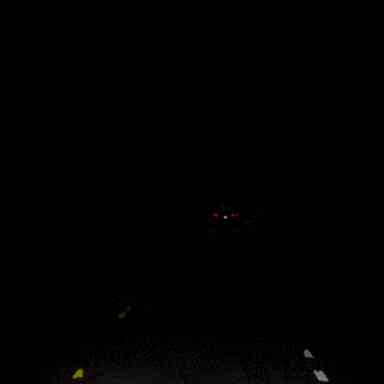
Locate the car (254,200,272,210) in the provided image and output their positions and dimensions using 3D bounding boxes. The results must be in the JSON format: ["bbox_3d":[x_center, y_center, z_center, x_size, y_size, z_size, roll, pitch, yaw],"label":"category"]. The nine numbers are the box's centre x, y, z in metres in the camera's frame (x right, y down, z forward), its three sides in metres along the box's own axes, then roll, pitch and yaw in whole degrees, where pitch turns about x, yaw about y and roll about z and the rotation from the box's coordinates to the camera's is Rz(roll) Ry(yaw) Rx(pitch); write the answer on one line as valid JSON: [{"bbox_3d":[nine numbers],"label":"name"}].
[{"bbox_3d":[10.360,1.846,48.408,1.882,1.535,5.008,1,-1,23],"label":"car"}]

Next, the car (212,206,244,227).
[{"bbox_3d":[2.704,1.721,24.335,2.163,1.488,4.792,1,0,12],"label":"car"}]
